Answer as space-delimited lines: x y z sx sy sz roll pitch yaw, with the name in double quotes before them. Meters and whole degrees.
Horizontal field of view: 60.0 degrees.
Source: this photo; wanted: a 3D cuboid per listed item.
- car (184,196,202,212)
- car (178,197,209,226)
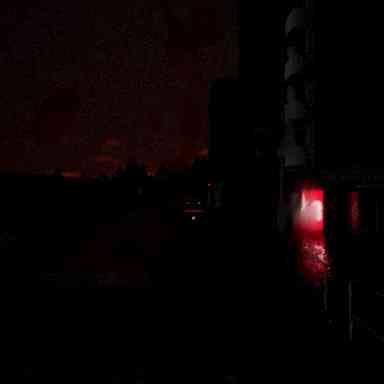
"car" 0.091 1.259 35.488 1.837 1.490 4.892 0 0 0
"car" 0.095 1.336 22.004 2.128 1.511 4.902 0 0 0
